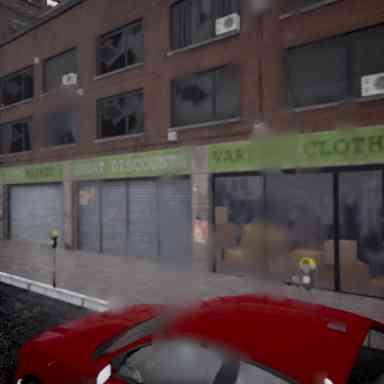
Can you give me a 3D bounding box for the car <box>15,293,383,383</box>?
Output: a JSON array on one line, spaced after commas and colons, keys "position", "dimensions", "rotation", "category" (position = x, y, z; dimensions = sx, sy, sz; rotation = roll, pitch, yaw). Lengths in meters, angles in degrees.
[{"position": [0.357, 1.550, 2.629], "dimensions": [4.507, 1.381, 1.887], "rotation": [0, -1, 36], "category": "car"}]
